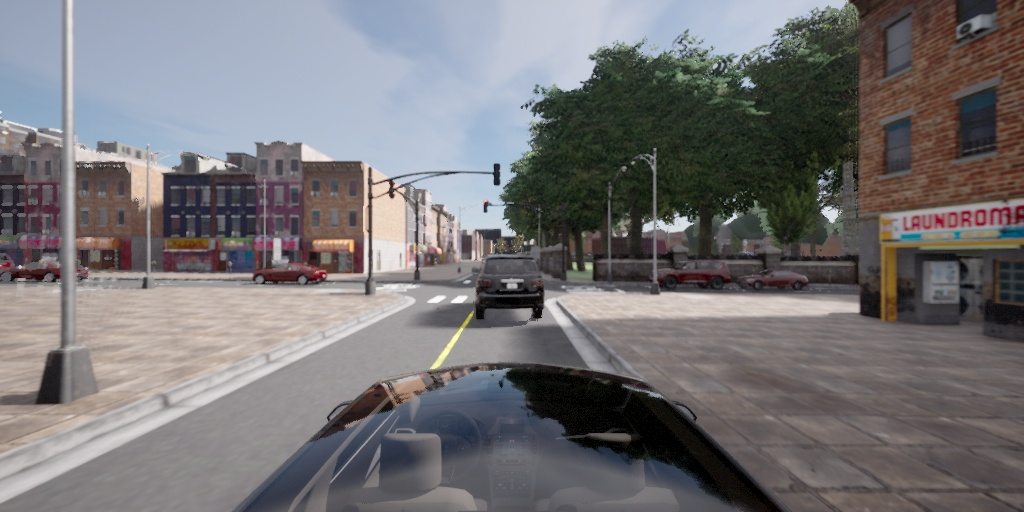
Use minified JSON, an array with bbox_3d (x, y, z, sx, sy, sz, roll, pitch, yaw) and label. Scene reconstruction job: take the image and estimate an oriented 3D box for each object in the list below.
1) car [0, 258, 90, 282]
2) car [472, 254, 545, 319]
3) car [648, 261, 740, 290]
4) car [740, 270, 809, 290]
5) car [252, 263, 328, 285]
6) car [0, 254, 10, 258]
[{"bbox_3d":[-31.029,1.006,23.870,4.507,1.381,1.888,0,0,0],"label":"car"},{"bbox_3d":[-0.254,0.975,13.037,2.150,2.045,5.566,0,0,-5],"label":"car"},{"bbox_3d":[11.709,1.219,23.726,5.009,1.841,2.192,0,0,0],"label":"car"},{"bbox_3d":[17.158,1.549,23.707,4.207,1.307,1.802,0,0,0],"label":"car"},{"bbox_3d":[-14.719,1.165,23.815,4.507,1.381,1.888,0,0,0],"label":"car"},{"bbox_3d":[-36.466,0.726,23.888,5.009,1.841,2.192,0,0,0],"label":"car"}]
